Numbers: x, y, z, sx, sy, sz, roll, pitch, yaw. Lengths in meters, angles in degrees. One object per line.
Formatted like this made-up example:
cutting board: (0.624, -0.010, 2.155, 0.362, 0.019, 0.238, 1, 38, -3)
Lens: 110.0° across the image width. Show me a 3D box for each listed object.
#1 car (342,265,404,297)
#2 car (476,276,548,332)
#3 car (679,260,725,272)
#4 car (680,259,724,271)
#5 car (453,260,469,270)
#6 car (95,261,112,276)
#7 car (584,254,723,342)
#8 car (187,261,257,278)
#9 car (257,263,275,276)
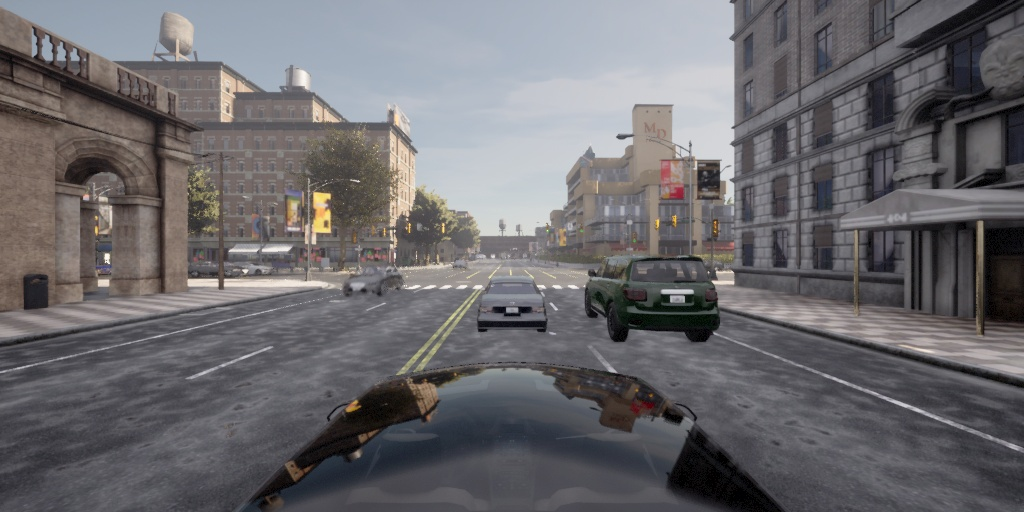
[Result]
car: (-7.154, 1.250, 18.934, 2.128, 1.511, 4.902, 0, 0, -1)
car: (-0.002, 1.297, 10.816, 2.033, 1.411, 5.357, 0, 0, 0)
car: (23.692, 1.255, 44.809, 4.892, 1.490, 1.837, 0, 0, 0)
car: (25.527, 1.227, 48.315, 5.008, 1.535, 1.882, 0, 0, 0)
car: (-7.505, 1.252, 52.765, 2.033, 1.411, 5.357, 0, 0, -1)
car: (-42.260, 1.275, 36.309, 4.674, 1.442, 1.812, 0, 0, 0)
car: (3.467, 0.971, 9.970, 2.150, 2.045, 5.566, 0, 0, 2)
car: (-26.864, 1.239, 32.877, 4.902, 1.511, 2.128, 0, 0, 0)
car: (-26.681, 1.276, 36.378, 4.674, 1.442, 1.812, 0, 0, 0)
